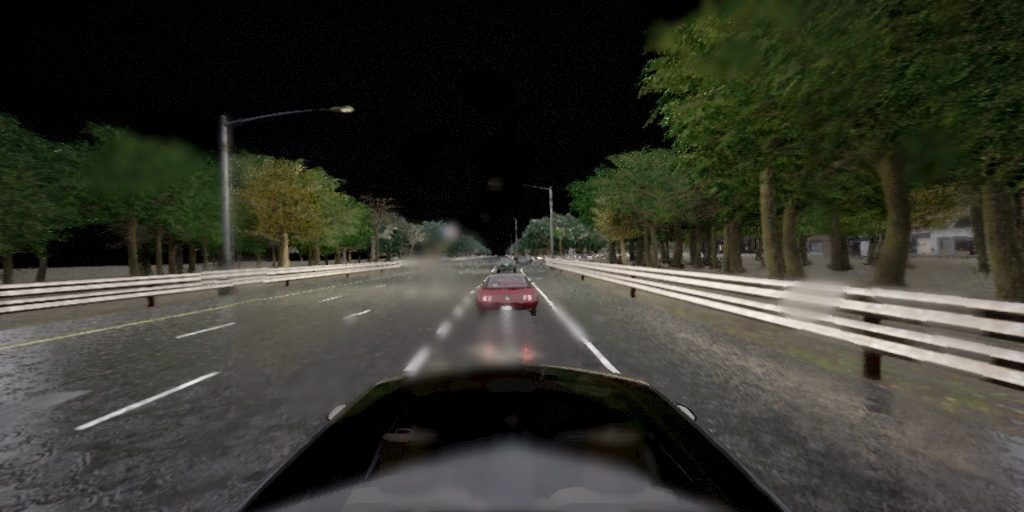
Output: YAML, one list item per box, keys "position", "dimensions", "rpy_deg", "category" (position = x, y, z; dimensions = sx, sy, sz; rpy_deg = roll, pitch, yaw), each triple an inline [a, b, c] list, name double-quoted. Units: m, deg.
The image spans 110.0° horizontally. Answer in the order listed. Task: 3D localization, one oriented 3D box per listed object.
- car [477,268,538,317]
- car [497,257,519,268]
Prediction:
- position: [-0.165, 1.302, 13.099]
  dimensions: [1.895, 1.301, 4.718]
  rpy_deg: [-1, 0, -1]
  category: "car"
- position: [-0.597, 0.938, 40.024]
  dimensions: [2.097, 1.767, 4.553]
  rpy_deg: [-1, 0, -1]
  category: "car"
